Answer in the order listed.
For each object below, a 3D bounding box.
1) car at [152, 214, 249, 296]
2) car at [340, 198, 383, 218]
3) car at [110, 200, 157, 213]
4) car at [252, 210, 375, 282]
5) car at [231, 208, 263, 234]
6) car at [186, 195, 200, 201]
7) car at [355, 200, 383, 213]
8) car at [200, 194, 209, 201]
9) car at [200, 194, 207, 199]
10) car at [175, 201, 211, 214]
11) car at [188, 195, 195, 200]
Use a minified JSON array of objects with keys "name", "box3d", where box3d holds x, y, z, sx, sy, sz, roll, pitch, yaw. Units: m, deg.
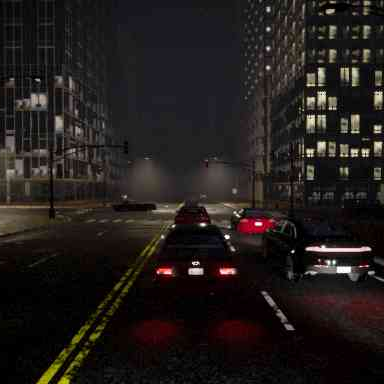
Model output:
[{"name":"car","box3d":[0.081,1.544,8.779,2.033,1.411,5.357,0,0,0]},{"name":"car","box3d":[16.130,1.519,30.245,5.009,1.841,2.192,1,0,1]},{"name":"car","box3d":[-6.189,1.530,35.286,4.718,1.301,1.895,0,1,-24]},{"name":"car","box3d":[3.326,1.487,9.694,2.128,1.511,4.902,0,0,0]},{"name":"car","box3d":[3.306,1.554,18.494,1.994,1.385,4.181,0,0,0]},{"name":"car","box3d":[-0.057,1.519,59.379,1.994,1.385,4.181,0,0,0]},{"name":"car","box3d":[21.719,1.642,38.545,4.829,1.417,1.752,1,0,1]},{"name":"car","box3d":[3.058,1.513,81.449,1.895,1.301,4.718,0,0,0]},{"name":"car","box3d":[3.034,1.266,91.421,1.812,1.442,4.674,0,0,0]},{"name":"car","box3d":[0.061,1.468,18.599,1.882,1.535,5.008,0,0,1]},{"name":"car","box3d":[-0.216,1.434,91.413,1.812,1.442,4.674,0,0,0]}]
